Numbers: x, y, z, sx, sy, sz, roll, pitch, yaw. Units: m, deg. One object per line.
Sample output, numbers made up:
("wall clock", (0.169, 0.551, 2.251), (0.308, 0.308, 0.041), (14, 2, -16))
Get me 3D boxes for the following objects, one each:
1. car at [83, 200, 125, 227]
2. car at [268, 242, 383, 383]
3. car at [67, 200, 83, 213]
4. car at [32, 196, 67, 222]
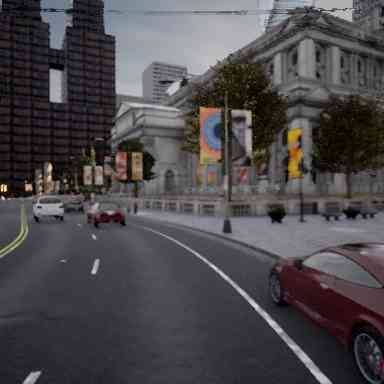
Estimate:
("car", (-6.319, 1.469, 24.089), (2.097, 1.767, 4.553), (0, 0, -25))
("car", (2.739, 1.517, 5.196), (2.002, 1.452, 4.674), (0, 0, -7))
("car", (-14.257, 1.713, 40.082), (2.128, 1.511, 4.902), (0, 0, -27))
("car", (-12.517, 1.397, 28.933), (2.150, 2.045, 5.566), (0, 0, -27))
